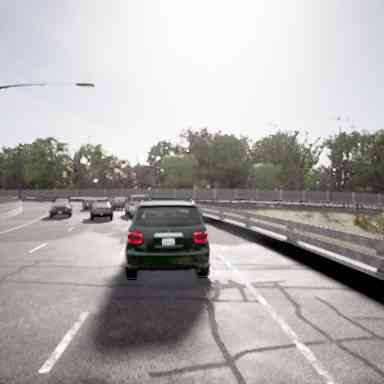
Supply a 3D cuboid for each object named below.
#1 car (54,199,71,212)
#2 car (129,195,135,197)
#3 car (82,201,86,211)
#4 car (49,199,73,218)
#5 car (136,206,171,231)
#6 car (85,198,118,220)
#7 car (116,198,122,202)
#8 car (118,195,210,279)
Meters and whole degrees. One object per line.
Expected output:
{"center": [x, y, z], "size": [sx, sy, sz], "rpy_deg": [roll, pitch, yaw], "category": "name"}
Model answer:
{"center": [-16.678, 1.624, 42.687], "size": [1.837, 1.490, 4.892], "rpy_deg": [0, 0, -24], "category": "car"}
{"center": [-5.281, 1.302, 32.485], "size": [2.150, 2.045, 5.566], "rpy_deg": [0, 0, -16], "category": "car"}
{"center": [-13.283, 1.719, 43.713], "size": [1.895, 1.301, 4.718], "rpy_deg": [0, 0, -23], "category": "car"}
{"center": [-12.149, 1.613, 31.029], "size": [1.812, 1.442, 4.674], "rpy_deg": [0, -1, -18], "category": "car"}
{"center": [-2.630, 1.655, 21.866], "size": [1.895, 1.301, 4.718], "rpy_deg": [0, 0, -12], "category": "car"}
{"center": [-7.842, 1.569, 28.900], "size": [2.128, 1.511, 4.902], "rpy_deg": [0, 0, -15], "category": "car"}
{"center": [-9.912, 1.608, 44.694], "size": [2.128, 1.511, 4.902], "rpy_deg": [0, 0, -23], "category": "car"}
{"center": [-0.799, 1.247, 10.335], "size": [2.150, 2.045, 5.566], "rpy_deg": [0, 0, -6], "category": "car"}
